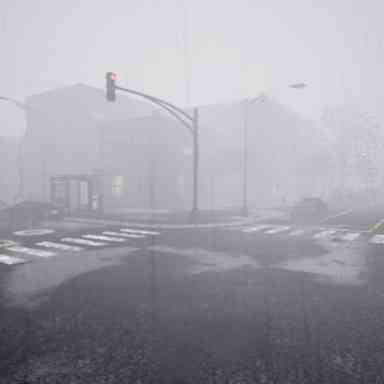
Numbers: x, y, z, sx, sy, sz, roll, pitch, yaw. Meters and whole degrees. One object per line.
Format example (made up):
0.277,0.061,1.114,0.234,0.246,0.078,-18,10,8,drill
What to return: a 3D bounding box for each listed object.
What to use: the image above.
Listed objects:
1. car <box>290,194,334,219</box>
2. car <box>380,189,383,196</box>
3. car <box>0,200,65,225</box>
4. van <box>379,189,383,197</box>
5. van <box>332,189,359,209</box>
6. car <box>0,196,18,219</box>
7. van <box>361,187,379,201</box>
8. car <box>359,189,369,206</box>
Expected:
7.954,1.028,22.363,1.802,1.307,4.206,1,2,35,car
39.713,0.028,67.822,1.887,1.381,4.507,1,2,35,car
-9.284,1.105,19.522,4.313,1.339,1.947,1,3,34,car
27.010,0.210,49.634,1.690,1.788,3.998,1,2,35,van
14.306,0.595,31.450,1.690,1.788,3.998,1,2,35,van
-14.118,1.006,22.770,4.829,1.417,1.752,1,3,34,car
23.834,0.306,45.088,1.690,1.788,3.998,1,2,35,van
17.482,0.702,36.001,1.887,1.381,4.507,1,2,35,car
